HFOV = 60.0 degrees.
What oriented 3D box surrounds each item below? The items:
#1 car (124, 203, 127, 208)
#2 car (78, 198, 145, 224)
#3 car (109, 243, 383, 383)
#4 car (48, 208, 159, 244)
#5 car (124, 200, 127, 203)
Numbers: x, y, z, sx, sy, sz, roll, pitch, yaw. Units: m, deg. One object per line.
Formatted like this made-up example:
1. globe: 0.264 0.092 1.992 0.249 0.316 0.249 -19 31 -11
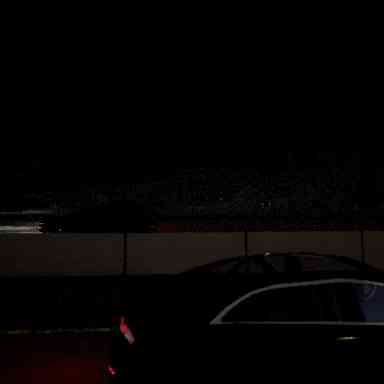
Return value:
1. car: -5.450 1.511 17.570 4.892 1.490 1.837 0 0 -3
2. car: -5.833 1.357 24.560 4.553 1.767 2.097 0 0 -3
3. car: 1.589 1.491 3.727 4.902 1.511 2.128 0 0 -3
4. car: -3.515 1.566 14.169 4.181 1.385 1.994 0 0 -3
5. car: -5.601 1.497 21.067 4.902 1.511 2.128 0 0 -3
